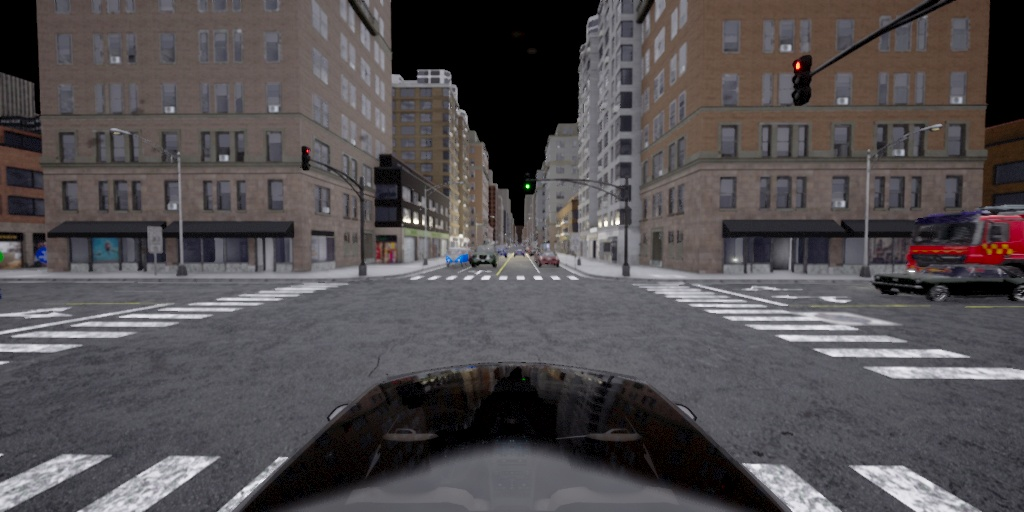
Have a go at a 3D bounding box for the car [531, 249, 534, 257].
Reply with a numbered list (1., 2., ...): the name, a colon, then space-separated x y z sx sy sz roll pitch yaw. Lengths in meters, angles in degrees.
1. car: 3.471 0.143 39.392 1.948 1.339 4.313 0 0 1

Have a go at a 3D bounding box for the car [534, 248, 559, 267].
1. car: 3.349 0.187 33.871 1.967 1.591 4.097 0 0 1

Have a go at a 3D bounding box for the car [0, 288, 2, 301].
1. car: -18.654 0.934 10.772 5.008 1.535 1.882 0 2 1

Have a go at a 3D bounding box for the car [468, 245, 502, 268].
1. car: -2.419 -0.009 33.231 2.150 2.045 5.566 0 2 1

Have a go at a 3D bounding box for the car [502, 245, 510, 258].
1. car: -1.840 -0.714 56.271 2.150 2.045 5.566 0 1 2

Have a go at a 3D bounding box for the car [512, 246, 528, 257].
1. car: 1.272 -0.548 60.651 1.812 1.442 4.674 0 2 1

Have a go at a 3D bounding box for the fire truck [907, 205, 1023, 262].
1. fire truck: 24.005 -0.367 16.640 8.468 3.827 2.891 0 2 1

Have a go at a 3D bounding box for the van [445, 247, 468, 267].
1. van: -5.175 0.087 34.054 1.690 1.789 3.998 0 0 1

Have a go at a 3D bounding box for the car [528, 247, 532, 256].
1. car: 3.958 -0.535 61.476 1.948 1.339 4.313 0 0 1

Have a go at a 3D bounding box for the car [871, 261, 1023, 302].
1. car: 16.810 0.980 13.640 4.718 1.301 1.895 0 2 1

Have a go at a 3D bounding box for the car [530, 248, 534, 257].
1. car: 3.592 -0.010 44.913 1.802 1.307 4.207 0 0 1
